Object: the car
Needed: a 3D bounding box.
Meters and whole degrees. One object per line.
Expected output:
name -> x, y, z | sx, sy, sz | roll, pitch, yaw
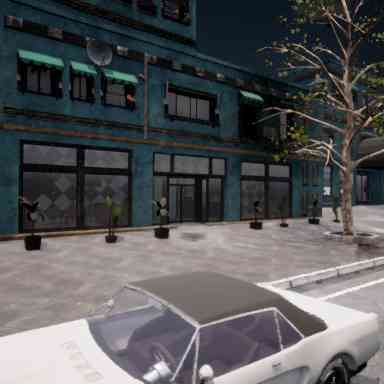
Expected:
car -> -0.237, 1.602, 3.204 | 4.718, 1.301, 1.895 | 0, 0, -35
